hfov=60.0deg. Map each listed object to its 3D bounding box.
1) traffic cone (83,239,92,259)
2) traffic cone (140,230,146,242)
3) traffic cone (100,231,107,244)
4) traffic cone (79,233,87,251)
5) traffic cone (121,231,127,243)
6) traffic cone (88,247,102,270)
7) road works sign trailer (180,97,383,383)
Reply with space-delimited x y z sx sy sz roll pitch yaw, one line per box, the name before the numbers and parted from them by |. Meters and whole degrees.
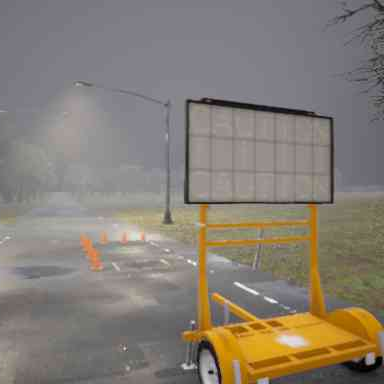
traffic cone | -3.832 2.190 12.557 0.340 0.580 0.340 1 -1 -22
traffic cone | -2.546 2.282 17.388 0.340 0.580 0.340 1 -1 -22
traffic cone | -4.401 2.260 16.640 0.340 0.580 0.340 1 -1 -22
traffic cone | -4.580 2.220 14.412 0.340 0.580 0.340 1 -1 -22
traffic cone | -3.473 2.271 17.014 0.340 0.580 0.340 1 -1 -22
traffic cone | -3.083 2.159 10.703 0.340 0.580 0.340 1 -1 -22
road works sign trailer | 0.920 0.570 4.798 2.380 3.560 2.880 1 -1 -22
